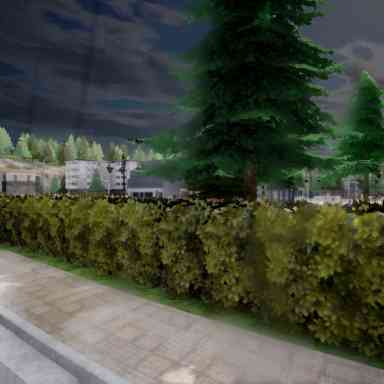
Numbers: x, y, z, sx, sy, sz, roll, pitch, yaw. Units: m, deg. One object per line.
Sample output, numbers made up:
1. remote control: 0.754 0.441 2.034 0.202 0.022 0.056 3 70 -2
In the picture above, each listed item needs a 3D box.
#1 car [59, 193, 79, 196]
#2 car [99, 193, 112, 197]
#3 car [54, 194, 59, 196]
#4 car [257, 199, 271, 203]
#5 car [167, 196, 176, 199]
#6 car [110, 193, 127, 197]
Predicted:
1. car: -28.369 1.153 79.486 2.152 1.636 5.027 0 0 43
2. car: -16.694 1.097 68.980 1.932 1.855 4.605 0 0 43
3. car: -33.247 1.232 83.668 1.970 1.475 3.806 0 0 43
4. car: 9.635 1.352 44.226 2.097 1.767 4.553 0 0 43
5. car: -3.306 1.374 56.091 1.845 1.501 3.633 0 0 43
6. car: -10.575 1.384 52.759 1.970 1.475 3.806 0 0 43
